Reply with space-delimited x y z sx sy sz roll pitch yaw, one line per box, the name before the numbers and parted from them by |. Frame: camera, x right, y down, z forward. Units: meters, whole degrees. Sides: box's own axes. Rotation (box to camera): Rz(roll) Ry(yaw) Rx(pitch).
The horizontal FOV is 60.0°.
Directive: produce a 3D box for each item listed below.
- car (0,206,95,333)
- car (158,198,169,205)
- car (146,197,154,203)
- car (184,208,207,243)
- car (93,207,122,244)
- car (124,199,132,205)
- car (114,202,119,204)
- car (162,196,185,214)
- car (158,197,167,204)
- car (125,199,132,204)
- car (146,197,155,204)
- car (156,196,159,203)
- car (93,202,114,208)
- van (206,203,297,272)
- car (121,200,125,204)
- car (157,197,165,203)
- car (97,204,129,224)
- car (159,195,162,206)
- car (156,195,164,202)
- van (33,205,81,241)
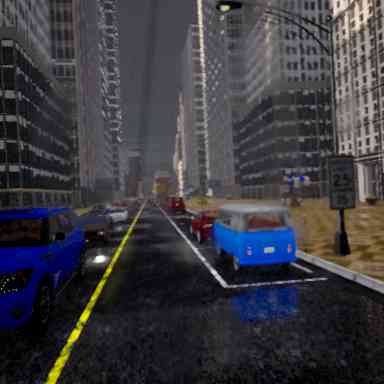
car | -3.816 1.414 7.330 2.150 2.045 5.566 -3 0 -7
car | -6.139 1.951 70.811 2.008 1.369 4.403 -2 0 -7
car | -11.205 2.101 89.042 1.994 1.385 4.181 -3 0 -7
car | 0.959 1.525 15.879 1.887 1.381 4.507 -2 0 -7
car | -5.108 1.818 17.497 2.033 1.411 5.357 -3 0 -7
car | -16.562 2.499 86.220 1.802 1.307 4.206 -2 0 -7
car | -10.903 2.136 42.269 2.008 1.369 4.403 -2 0 -7
car | -1.904 1.465 37.848 2.192 1.841 5.009 -2 0 -7
car | -6.869 1.968 76.474 1.752 1.417 4.829 -2 0 -7
car | -15.147 2.416 75.232 1.802 1.307 4.206 -2 0 -7
car | -9.869 2.107 78.703 2.128 1.511 4.902 -3 0 -7
car | -4.734 1.632 59.824 2.192 1.841 5.009 -2 0 -7
car | -10.195 2.109 36.775 1.947 1.339 4.313 -2 0 -7
van | 1.747 1.274 10.399 1.690 1.788 3.998 -2 0 -7
car | -12.317 2.250 53.257 1.802 1.307 4.206 -2 0 -7
car | -8.261 2.090 87.292 1.947 1.339 4.313 -2 0 -7
car | -6.388 1.949 27.547 1.895 1.301 4.718 -3 0 -7
car | -3.319 1.549 48.837 2.192 1.841 5.009 -2 0 -7
car | -8.979 1.881 92.787 2.192 1.841 5.009 -2 0 -7
van | -8.082 1.757 20.295 1.690 1.788 3.998 -2 0 -7
